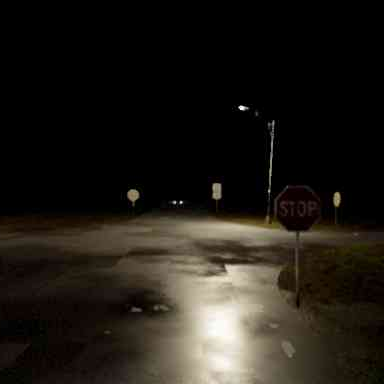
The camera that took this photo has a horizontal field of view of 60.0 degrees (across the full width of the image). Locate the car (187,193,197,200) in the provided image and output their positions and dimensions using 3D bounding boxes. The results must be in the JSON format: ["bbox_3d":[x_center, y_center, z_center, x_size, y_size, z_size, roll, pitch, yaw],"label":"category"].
[{"bbox_3d":[0.013,0.959,73.072,1.994,1.385,4.181,0,1,0],"label":"car"}]

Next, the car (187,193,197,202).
[{"bbox_3d":[0.011,1.159,63.019,1.994,1.385,4.181,0,1,0],"label":"car"}]

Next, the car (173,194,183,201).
[{"bbox_3d":[-2.738,1.133,67.233,2.033,1.411,5.357,0,1,0],"label":"car"}]
